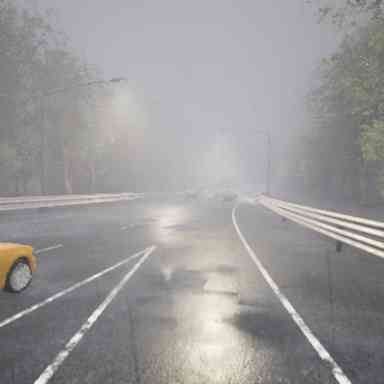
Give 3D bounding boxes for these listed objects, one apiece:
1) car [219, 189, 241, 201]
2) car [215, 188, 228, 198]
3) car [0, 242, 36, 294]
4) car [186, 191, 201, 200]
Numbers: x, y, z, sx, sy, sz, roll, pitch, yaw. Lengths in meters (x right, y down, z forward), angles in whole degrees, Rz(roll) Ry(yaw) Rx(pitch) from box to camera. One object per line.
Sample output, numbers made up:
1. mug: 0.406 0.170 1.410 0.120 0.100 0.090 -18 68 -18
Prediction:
1. car: 6.179 0.754 53.406 2.033 1.411 5.357 1 1 13
2. car: 5.911 0.521 67.823 1.994 1.385 4.181 1 1 13
3. car: -4.848 1.370 5.606 1.882 1.535 5.008 1 1 13
4. car: 0.309 0.538 59.105 1.882 1.535 5.008 1 1 13
